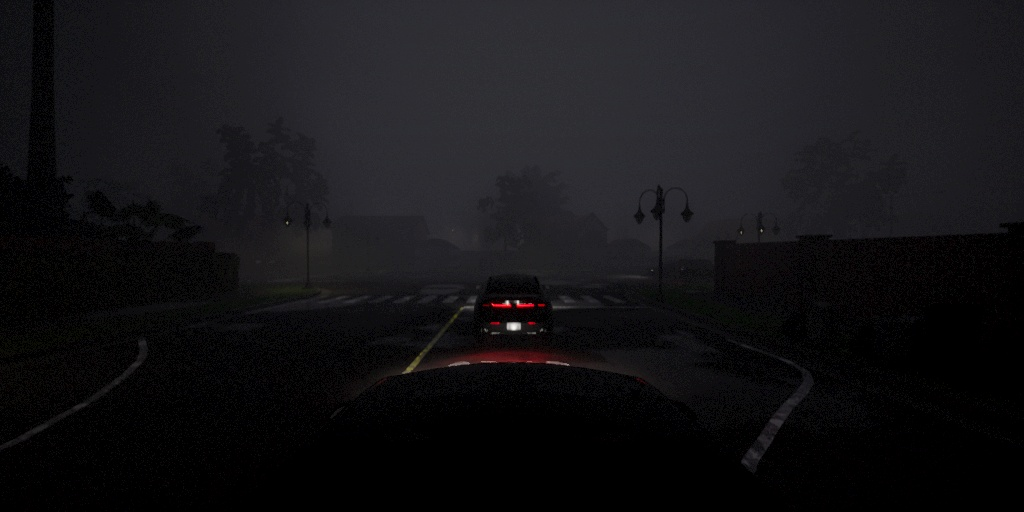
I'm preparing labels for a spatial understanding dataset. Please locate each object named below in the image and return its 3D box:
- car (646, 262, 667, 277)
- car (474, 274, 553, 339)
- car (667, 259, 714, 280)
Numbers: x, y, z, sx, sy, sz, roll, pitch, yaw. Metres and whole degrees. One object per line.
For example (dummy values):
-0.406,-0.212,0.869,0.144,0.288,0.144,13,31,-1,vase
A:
14.926,1.156,33.002,4.892,1.490,1.837,-1,1,0,car
0.018,1.223,9.953,1.837,1.490,4.892,0,0,-1,car
15.589,1.043,29.325,4.553,1.767,2.097,0,1,-1,car
